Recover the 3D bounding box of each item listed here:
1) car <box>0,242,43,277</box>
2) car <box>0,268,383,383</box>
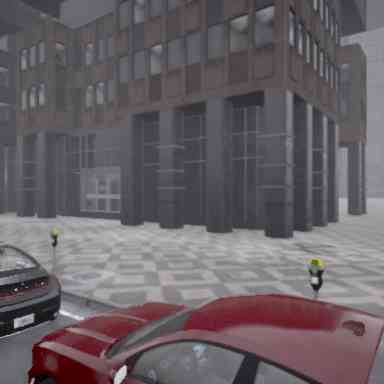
[{"bbox_3d":[-4.101,1.554,5.888,4.403,1.369,2.008,0,0,35],"label":"car"},{"bbox_3d":[0.468,1.545,2.629,4.507,1.381,1.887,0,0,35],"label":"car"}]
